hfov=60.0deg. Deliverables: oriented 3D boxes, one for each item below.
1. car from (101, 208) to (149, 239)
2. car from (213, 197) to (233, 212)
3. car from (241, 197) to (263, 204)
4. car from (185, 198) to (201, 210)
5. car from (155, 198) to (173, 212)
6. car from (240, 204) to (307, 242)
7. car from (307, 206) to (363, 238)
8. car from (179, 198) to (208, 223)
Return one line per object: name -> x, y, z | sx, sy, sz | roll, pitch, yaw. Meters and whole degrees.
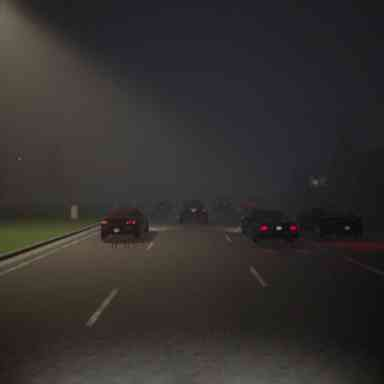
car -> -3.398, 1.536, 17.251 | 1.812, 1.442, 4.674 | 0, 0, 0
car -> 3.604, 1.375, 39.349 | 2.097, 1.767, 4.553 | 0, 0, 0
car -> 7.105, 1.375, 39.497 | 2.097, 1.767, 4.553 | 0, 0, 0
car -> 0.107, 1.573, 45.669 | 2.033, 1.411, 5.357 | 0, 0, 0
car -> -3.395, 1.527, 40.126 | 1.837, 1.490, 4.892 | 0, 0, 0
car -> 3.602, 1.557, 16.275 | 2.033, 1.411, 5.357 | 0, 0, 0
car -> 7.102, 1.488, 17.676 | 1.882, 1.535, 5.008 | 0, 0, 0
car -> 0.103, 1.365, 25.969 | 2.097, 1.767, 4.553 | 0, 0, 0
